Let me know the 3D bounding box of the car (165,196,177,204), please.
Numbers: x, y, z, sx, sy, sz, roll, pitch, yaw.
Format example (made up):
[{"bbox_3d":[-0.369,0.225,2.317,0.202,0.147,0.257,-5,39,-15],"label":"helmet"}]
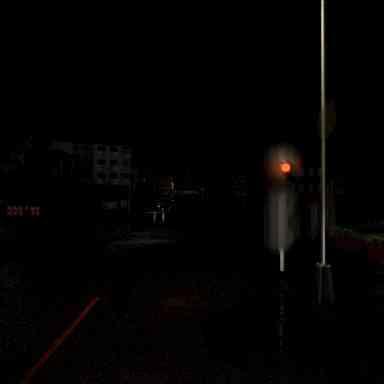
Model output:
[{"bbox_3d":[-3.966,1.477,63.162,1.882,1.535,5.008,0,0,0],"label":"car"}]

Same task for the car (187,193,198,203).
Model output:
[{"bbox_3d":[0.104,1.225,72.303,2.150,2.045,5.566,0,0,0],"label":"car"}]

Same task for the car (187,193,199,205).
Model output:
[{"bbox_3d":[0.184,1.351,59.904,2.097,1.767,4.553,0,0,0],"label":"car"}]

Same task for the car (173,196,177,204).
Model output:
[{"bbox_3d":[-4.019,1.491,52.987,2.128,1.511,4.902,0,0,0],"label":"car"}]

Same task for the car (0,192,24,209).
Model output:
[{"bbox_3d":[-19.709,0.985,34.940,1.905,1.878,3.866,0,0,35],"label":"car"}]

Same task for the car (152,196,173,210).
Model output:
[{"bbox_3d":[-4.040,1.491,43.023,2.128,1.511,4.902,0,0,0],"label":"car"}]
